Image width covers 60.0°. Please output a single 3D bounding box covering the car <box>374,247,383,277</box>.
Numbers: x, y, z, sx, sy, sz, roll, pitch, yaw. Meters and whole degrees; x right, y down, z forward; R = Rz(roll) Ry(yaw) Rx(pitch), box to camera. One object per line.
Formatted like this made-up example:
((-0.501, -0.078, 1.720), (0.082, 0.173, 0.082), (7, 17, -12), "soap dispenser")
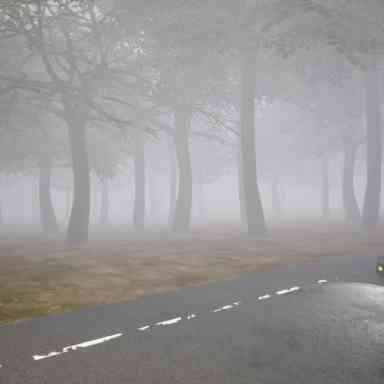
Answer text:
((6.639, 1.561, 8.716), (4.181, 1.385, 1.994), (0, 0, -35), "car")
